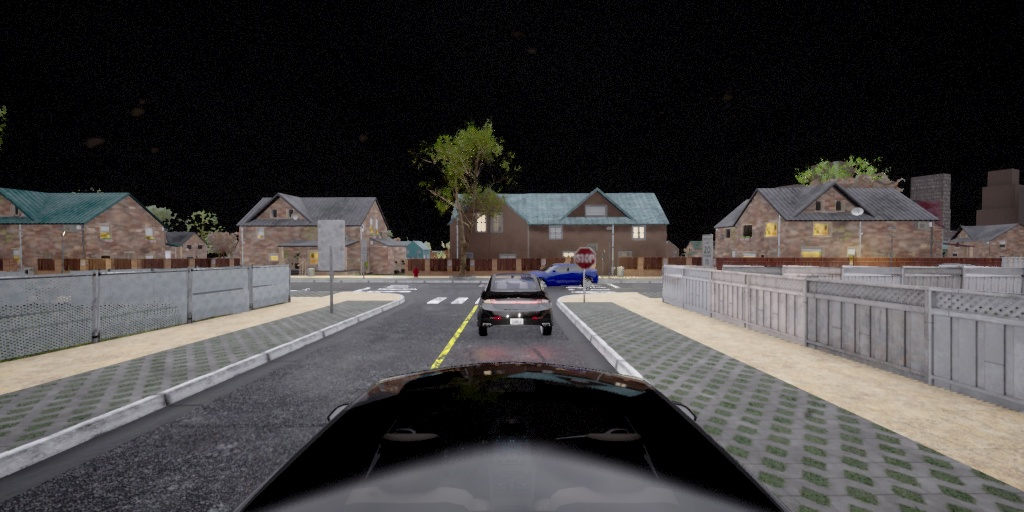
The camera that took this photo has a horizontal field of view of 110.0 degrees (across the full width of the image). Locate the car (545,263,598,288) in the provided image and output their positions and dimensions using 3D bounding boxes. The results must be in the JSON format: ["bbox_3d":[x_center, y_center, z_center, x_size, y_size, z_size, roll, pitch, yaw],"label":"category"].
[{"bbox_3d":[2.915,1.210,22.343,5.008,1.535,1.882,-1,2,-17],"label":"car"}]

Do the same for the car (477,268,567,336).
[{"bbox_3d":[0.029,1.238,10.377,2.128,1.511,4.902,0,0,-2],"label":"car"}]

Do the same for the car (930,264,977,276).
[{"bbox_3d":[28.074,1.219,23.040,4.674,1.442,1.812,0,1,-1],"label":"car"}]

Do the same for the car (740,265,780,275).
[{"bbox_3d":[15.010,1.263,23.251,4.181,1.385,1.994,0,1,2],"label":"car"}]
